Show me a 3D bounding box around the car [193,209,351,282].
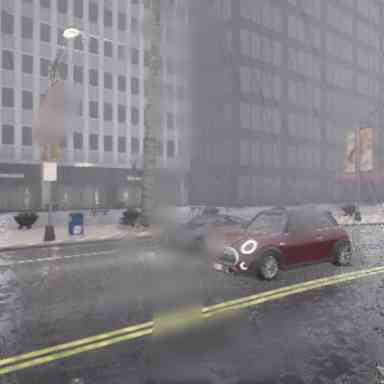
[{"bbox_3d":[2.585,1.347,9.853,4.553,1.767,2.097,0,0,-32],"label":"car"}]

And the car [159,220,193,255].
[{"bbox_3d":[0.835,1.560,12.886,4.181,1.385,1.994,0,0,-32],"label":"car"}]
